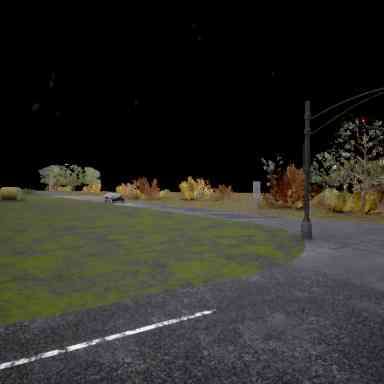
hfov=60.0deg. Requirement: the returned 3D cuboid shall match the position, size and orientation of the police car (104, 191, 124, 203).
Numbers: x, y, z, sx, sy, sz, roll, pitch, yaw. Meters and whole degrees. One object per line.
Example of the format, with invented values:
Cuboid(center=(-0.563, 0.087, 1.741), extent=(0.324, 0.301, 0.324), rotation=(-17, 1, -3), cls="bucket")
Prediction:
Cuboid(center=(-11.650, 0.744, 49.739), extent=(1.930, 1.638, 5.238), rotation=(1, 0, -32), cls="police car")
